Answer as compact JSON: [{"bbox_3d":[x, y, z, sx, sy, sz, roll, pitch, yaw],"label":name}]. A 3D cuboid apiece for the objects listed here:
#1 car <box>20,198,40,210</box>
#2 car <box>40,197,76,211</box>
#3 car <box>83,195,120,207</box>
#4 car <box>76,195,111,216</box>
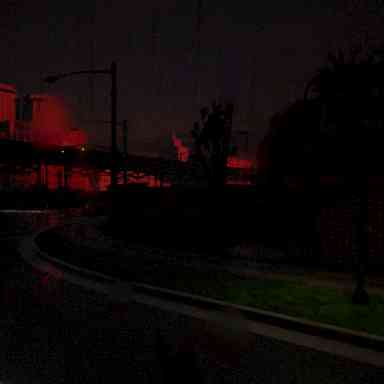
[{"bbox_3d":[-18.471,1.403,40.645,1.812,1.442,4.674,0,1,37],"label":"car"},{"bbox_3d":[-14.903,1.364,39.560,1.837,1.490,4.892,0,1,37],"label":"car"},{"bbox_3d":[-12.956,1.260,47.952,2.128,1.511,4.902,0,1,37],"label":"car"},{"bbox_3d":[-7.943,1.243,31.018,2.097,1.767,4.553,0,1,37],"label":"car"}]
